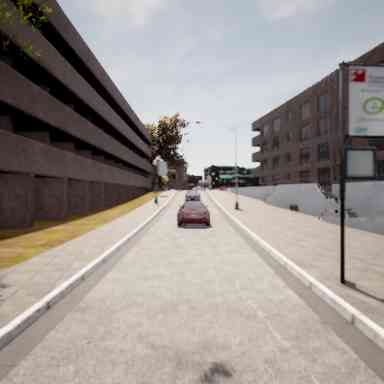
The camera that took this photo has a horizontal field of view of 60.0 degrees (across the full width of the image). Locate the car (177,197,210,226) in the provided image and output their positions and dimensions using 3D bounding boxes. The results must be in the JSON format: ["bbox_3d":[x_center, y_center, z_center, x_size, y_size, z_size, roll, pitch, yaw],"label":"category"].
[{"bbox_3d":[0.102,1.258,20.929,1.994,1.385,4.181,0,2,0],"label":"car"}]

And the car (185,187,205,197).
[{"bbox_3d":[0.104,0.514,38.901,2.033,1.411,5.357,0,3,0],"label":"car"}]
